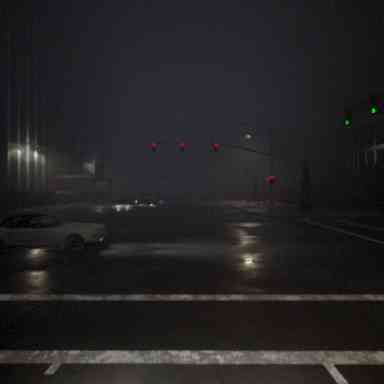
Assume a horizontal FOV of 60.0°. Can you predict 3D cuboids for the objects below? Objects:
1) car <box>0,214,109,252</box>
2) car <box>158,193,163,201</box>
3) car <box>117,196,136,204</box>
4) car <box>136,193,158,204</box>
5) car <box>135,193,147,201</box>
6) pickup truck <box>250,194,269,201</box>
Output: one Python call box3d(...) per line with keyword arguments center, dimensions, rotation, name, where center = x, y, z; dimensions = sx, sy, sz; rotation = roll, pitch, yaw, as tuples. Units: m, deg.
box3d(center=(-5.703, 1.518, 12.764), dimensions=(4.718, 1.301, 1.895), rotation=(0, 0, 1), name="car")
box3d(center=(-6.989, 1.040, 68.727), dimensions=(1.882, 1.535, 5.008), rotation=(0, 0, 0), name="car")
box3d(center=(-10.571, 1.269, 52.826), dimensions=(1.895, 1.301, 4.718), rotation=(0, 0, 0), name="car")
box3d(center=(-7.069, 1.020, 52.894), dimensions=(2.097, 1.767, 4.553), rotation=(0, 0, 0), name="car")
box3d(center=(-10.488, 1.062, 68.741), dimensions=(1.837, 1.490, 4.892), rotation=(0, 0, 0), name="car")
box3d(center=(13.133, 0.663, 63.072), dimensions=(2.390, 2.098, 6.274), rotation=(0, 0, 31), name="pickup truck")
